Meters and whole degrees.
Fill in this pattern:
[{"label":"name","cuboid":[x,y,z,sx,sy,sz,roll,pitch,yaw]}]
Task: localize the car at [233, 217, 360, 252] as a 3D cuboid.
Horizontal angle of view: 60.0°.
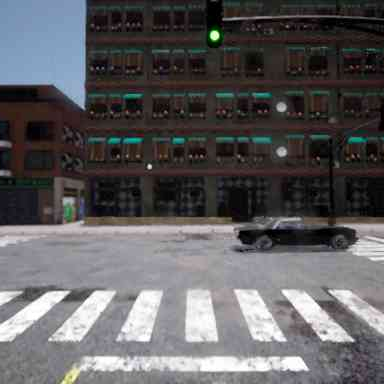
[{"label":"car","cuboid":[4.110,1.665,13.523,4.718,1.301,1.895,-1,-2,1]}]
